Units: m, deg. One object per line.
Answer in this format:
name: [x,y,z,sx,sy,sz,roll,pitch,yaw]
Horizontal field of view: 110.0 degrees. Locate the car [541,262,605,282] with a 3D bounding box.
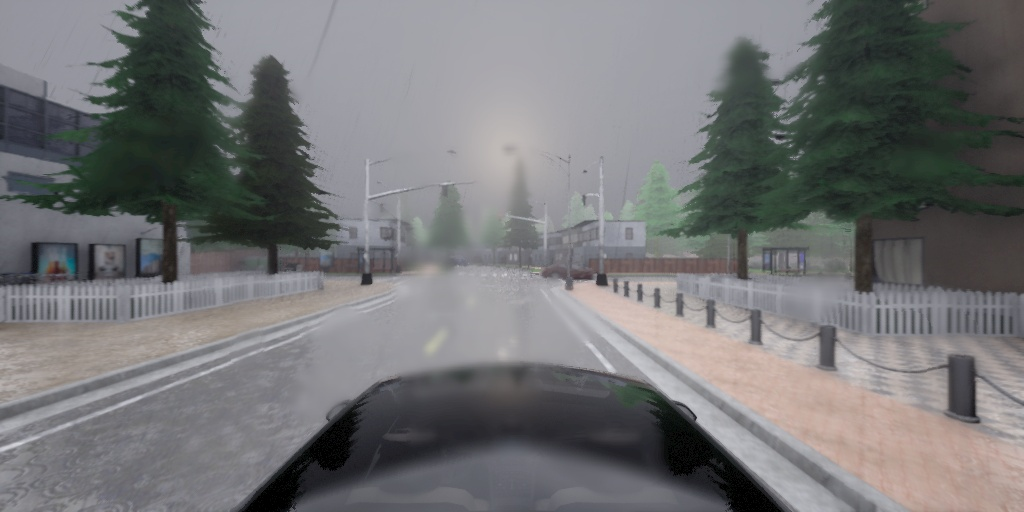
car: [4.840,1.261,28.290,5.008,1.535,1.882,1,0,2]
